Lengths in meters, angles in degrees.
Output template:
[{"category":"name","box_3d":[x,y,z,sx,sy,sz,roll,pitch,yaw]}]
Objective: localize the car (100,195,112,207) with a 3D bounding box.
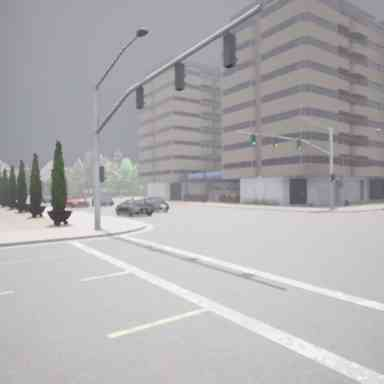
[{"category":"car","box_3d":[-12.096,1.249,45.085,1.837,1.490,4.892,-1,1,-35]}]

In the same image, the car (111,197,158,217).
[{"category":"car","box_3d":[-5.044,1.367,28.796,1.994,1.385,4.181,-1,1,-35]}]

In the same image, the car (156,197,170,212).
[{"category":"car","box_3d":[-4.068,1.239,33.519,2.128,1.511,4.902,-1,1,-35]}]

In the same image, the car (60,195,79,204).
[{"category":"car","box_3d":[-21.912,1.240,59.378,1.837,1.490,4.892,-1,1,-35]}]

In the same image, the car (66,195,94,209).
[{"category":"car","box_3d":[-14.748,1.152,42.765,2.097,1.767,4.553,-1,1,-35]}]

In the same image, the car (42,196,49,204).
[{"category":"car","box_3d":[-24.785,1.365,57.382,1.812,1.442,4.674,-1,1,-35]}]
